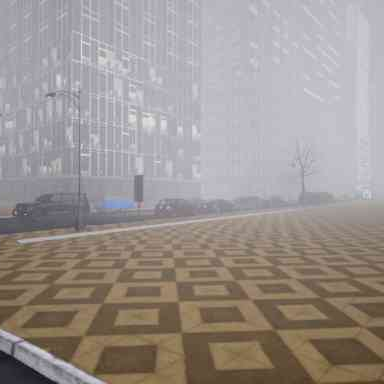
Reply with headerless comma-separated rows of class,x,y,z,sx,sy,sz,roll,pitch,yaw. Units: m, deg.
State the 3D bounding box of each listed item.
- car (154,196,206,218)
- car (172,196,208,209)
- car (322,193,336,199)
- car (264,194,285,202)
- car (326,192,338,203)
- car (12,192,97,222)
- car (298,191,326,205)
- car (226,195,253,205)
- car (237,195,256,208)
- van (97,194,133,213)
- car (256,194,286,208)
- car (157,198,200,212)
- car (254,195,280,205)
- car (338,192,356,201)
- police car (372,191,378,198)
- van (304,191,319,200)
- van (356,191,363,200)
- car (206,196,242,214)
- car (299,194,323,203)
car,-1.124,1.240,27.106,1.967,1.590,4.097,1,1,41
car,-0.188,1.218,41.300,1.887,1.381,4.507,1,1,41
car,33.091,0.828,80.209,1.947,1.339,4.313,1,1,41
car,14.606,1.056,58.589,1.947,1.339,4.313,1,1,41
car,20.964,0.839,53.124,2.192,1.841,5.009,1,1,41
car,-10.477,1.059,25.273,2.150,2.045,5.566,0,1,41
car,17.267,0.885,48.800,2.192,1.841,5.009,1,1,41
car,7.211,1.148,49.941,1.947,1.339,4.313,1,1,41
car,7.580,1.160,41.471,1.837,1.490,4.892,0,1,41
van,-7.665,1.107,32.723,1.690,1.788,3.998,1,1,41
car,9.872,1.244,40.157,1.802,1.307,4.206,1,1,41
car,-1.367,1.324,35.927,1.895,1.301,4.718,0,1,41
car,11.439,1.166,50.756,1.895,1.301,4.718,0,1,41
car,28.468,0.957,61.904,1.752,1.417,4.829,1,1,41
police car,43.132,0.672,79.562,1.930,1.638,5.238,0,1,41
van,25.698,0.694,71.557,1.690,1.788,3.998,1,1,41
van,35.752,0.683,70.420,1.690,1.788,3.998,1,1,41
car,2.530,1.320,31.467,1.947,1.339,4.313,1,1,41
car,20.147,1.046,56.170,2.033,1.411,5.357,0,1,41
